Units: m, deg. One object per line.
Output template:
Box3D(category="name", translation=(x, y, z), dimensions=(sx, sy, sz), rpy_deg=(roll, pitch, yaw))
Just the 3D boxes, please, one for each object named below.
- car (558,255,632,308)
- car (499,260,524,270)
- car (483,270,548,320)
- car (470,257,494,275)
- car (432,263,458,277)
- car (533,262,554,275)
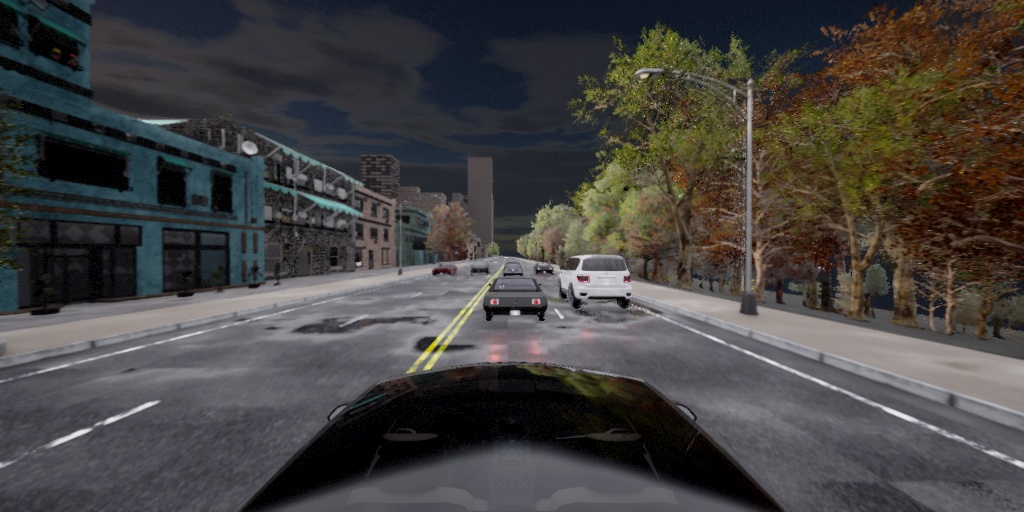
Box3D(category="car", translation=(3.347, 0.968, 15.337), dimensions=(2.150, 2.045, 5.566), rpy_deg=(0, 0, 0))
Box3D(category="car", translation=(0.096, 1.290, 33.312), dimensions=(2.033, 1.411, 5.357), rpy_deg=(0, 0, 0))
Box3D(category="car", translation=(0.098, 1.349, 12.550), dimensions=(1.895, 1.301, 4.718), rpy_deg=(0, 0, 0))
Box3D(category="car", translation=(-3.347, 1.219, 38.552), dimensions=(1.882, 1.535, 5.008), rpy_deg=(0, 0, 0))
Box3D(category="car", translation=(-6.601, 1.343, 35.625), dimensions=(1.895, 1.301, 4.718), rpy_deg=(0, 0, 0))
Box3D(category="car", translation=(3.345, 1.342, 38.965), dimensions=(1.895, 1.301, 4.718), rpy_deg=(0, 0, 0))
